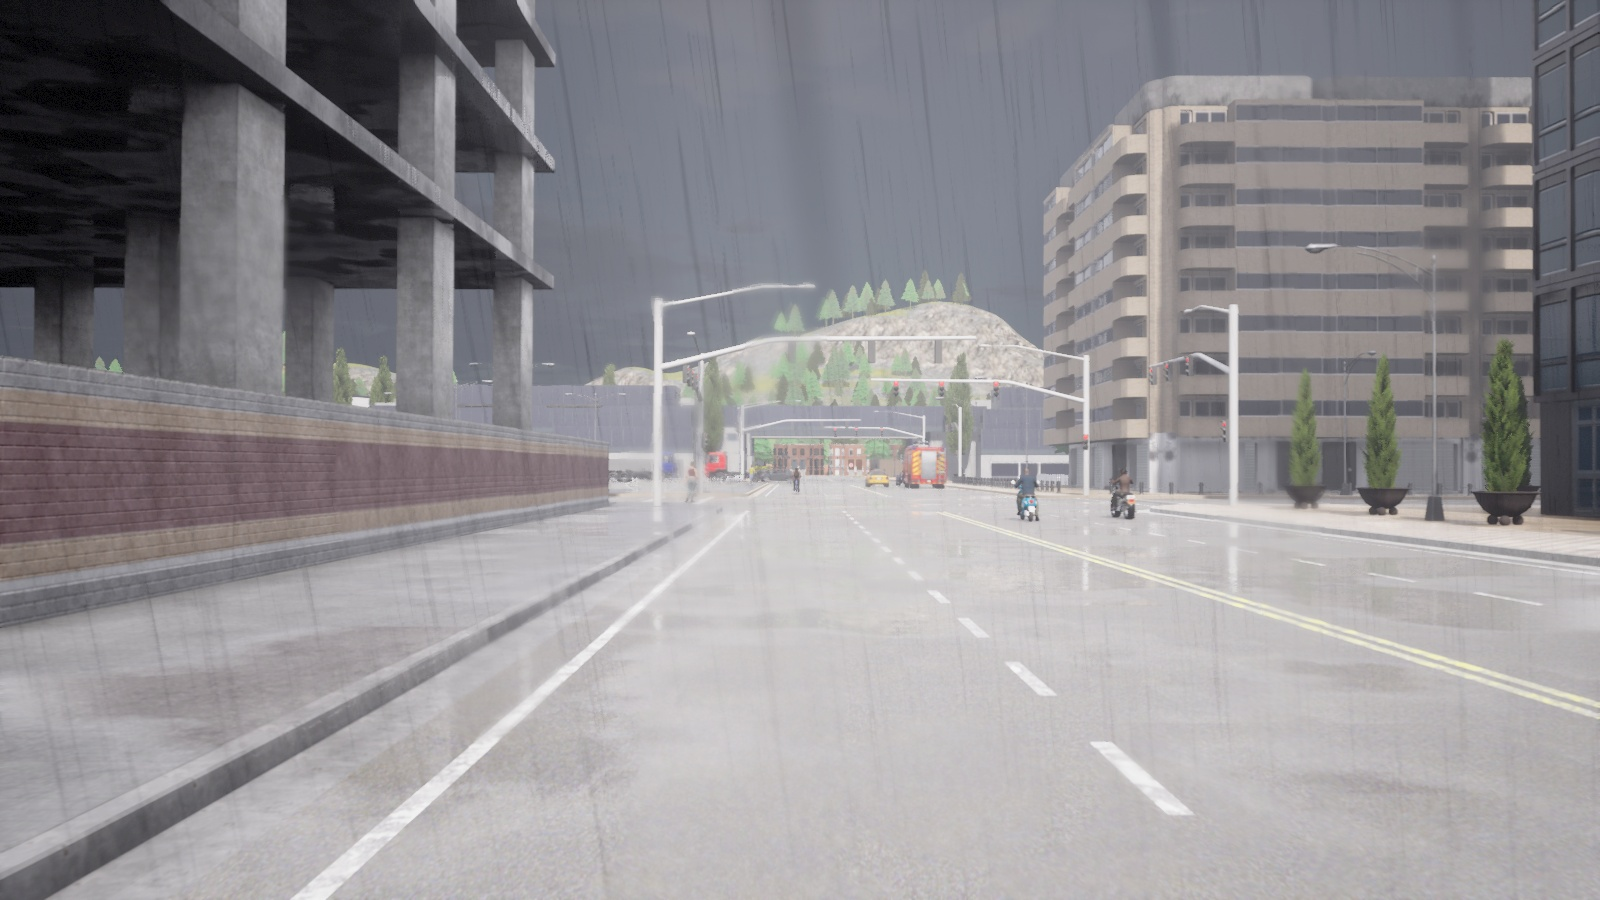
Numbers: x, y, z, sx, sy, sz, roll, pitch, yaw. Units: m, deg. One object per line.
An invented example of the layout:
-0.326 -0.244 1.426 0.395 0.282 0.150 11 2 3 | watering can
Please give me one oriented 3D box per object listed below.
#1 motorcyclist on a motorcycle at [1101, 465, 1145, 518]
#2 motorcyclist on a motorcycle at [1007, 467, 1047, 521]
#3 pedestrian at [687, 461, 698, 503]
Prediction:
10.397 1.328 40.502 0.766 1.649 2.350 0 -1 0 | motorcyclist on a motorcycle
6.903 1.311 38.206 0.866 1.590 1.817 0 -1 0 | motorcyclist on a motorcycle
-4.712 1.394 54.954 0.345 1.836 0.594 0 -1 11 | pedestrian
